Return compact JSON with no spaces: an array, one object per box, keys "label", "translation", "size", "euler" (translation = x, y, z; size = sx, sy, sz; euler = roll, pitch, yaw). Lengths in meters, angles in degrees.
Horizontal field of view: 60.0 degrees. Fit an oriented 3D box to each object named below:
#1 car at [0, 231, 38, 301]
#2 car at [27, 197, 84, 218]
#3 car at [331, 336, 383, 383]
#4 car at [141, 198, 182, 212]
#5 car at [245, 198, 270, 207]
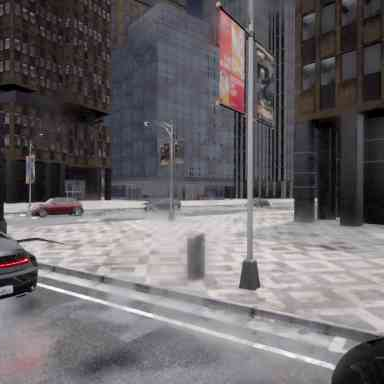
[{"label":"car","translation":[-5.331,1.503,7.253],"size":[4.892,1.490,1.837],"euler":[0,0,34]},{"label":"car","translation":[-12.123,1.291,29.662],"size":[4.553,1.767,2.097],"euler":[0,0,-41]},{"label":"car","translation":[3.223,1.478,1.357],"size":[5.008,1.535,1.882],"euler":[0,0,36]},{"label":"car","translation":[-3.396,1.436,37.326],"size":[4.902,1.511,2.128],"euler":[0,0,-41]},{"label":"car","translation":[9.621,1.529,48.707],"size":[4.181,1.385,1.994],"euler":[0,0,-41]}]
